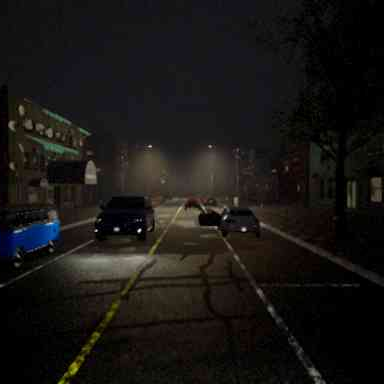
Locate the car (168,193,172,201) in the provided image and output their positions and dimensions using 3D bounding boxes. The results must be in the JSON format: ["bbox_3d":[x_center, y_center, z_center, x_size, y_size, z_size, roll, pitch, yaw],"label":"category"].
[{"bbox_3d":[-5.648,1.055,77.210,2.192,1.841,5.009,-1,0,0],"label":"car"}]

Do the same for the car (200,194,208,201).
[{"bbox_3d":[2.734,1.265,77.378,1.752,1.417,4.829,-1,0,0],"label":"car"}]

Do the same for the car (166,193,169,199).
[{"bbox_3d":[-5.656,1.379,60.567,1.802,1.307,4.206,-1,0,0],"label":"car"}]

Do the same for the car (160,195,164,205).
[{"bbox_3d":[-5.663,1.416,49.469,1.802,1.307,4.206,-1,0,0],"label":"car"}]

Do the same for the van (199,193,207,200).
[{"bbox_3d":[2.735,1.062,82.756,1.690,1.788,3.998,-1,0,0],"label":"van"}]

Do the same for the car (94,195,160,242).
[{"bbox_3d":[-3.091,1.167,16.431,2.150,2.045,5.566,0,0,0],"label":"car"}]

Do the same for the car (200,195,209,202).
[{"bbox_3d":[2.731,1.341,71.660,1.802,1.307,4.206,-1,0,0],"label":"car"}]

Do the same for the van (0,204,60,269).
[{"bbox_3d":[-5.689,1.306,10.631,1.690,1.788,3.998,-1,0,0],"label":"van"}]

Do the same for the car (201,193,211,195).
[{"bbox_3d":[2.722,1.340,55.184,1.752,1.417,4.829,-1,0,0],"label":"car"}]

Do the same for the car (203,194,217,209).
[{"bbox_3d":[2.718,1.400,49.467,1.947,1.339,4.313,-1,0,0],"label":"car"}]

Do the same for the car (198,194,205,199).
[{"bbox_3d":[2.744,1.207,94.023,1.752,1.417,4.829,-1,0,0],"label":"car"}]

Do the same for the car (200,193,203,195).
[{"bbox_3d":[2.722,1.112,60.563,2.192,1.841,5.009,-1,0,0],"label":"car"}]

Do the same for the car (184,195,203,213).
[{"bbox_3d":[0.065,1.391,40.145,1.812,1.442,4.674,0,0,1],"label":"car"}]

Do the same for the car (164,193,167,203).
[{"bbox_3d":[-5.660,1.366,55.018,2.008,1.369,4.403,-1,0,0],"label":"car"}]

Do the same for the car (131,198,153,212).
[{"bbox_3d":[-5.669,1.417,38.373,1.887,1.381,4.507,-1,0,0],"label":"car"}]

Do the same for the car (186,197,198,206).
[{"bbox_3d":[0.032,1.424,52.844,1.895,1.301,4.718,0,0,0],"label":"car"}]

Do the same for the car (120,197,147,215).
[{"bbox_3d":[-5.674,1.331,32.824,1.967,1.590,4.097,-1,0,0],"label":"car"}]

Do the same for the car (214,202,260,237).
[{"bbox_3d":[2.362,1.468,17.456,1.812,1.442,4.674,0,0,0],"label":"car"}]
